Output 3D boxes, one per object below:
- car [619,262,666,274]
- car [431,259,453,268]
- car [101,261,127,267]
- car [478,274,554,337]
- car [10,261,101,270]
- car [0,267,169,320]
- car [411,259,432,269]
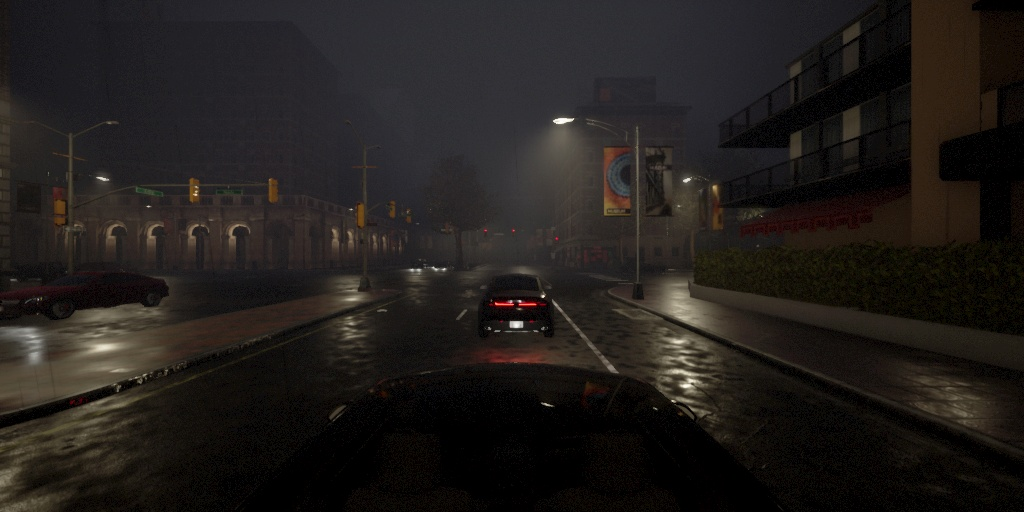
[{"bbox_3d":[14.309,1.350,39.583,4.718,1.301,1.895,0,0,0],"label":"car"},{"bbox_3d":[-11.352,1.313,58.682,1.994,1.385,4.181,0,0,0],"label":"car"},{"bbox_3d":[-36.674,1.227,32.335,5.008,1.535,1.882,0,0,0],"label":"car"},{"bbox_3d":[0.109,1.255,10.285,1.837,1.490,4.892,0,0,0],"label":"car"},{"bbox_3d":[-36.930,1.241,28.836,4.902,1.511,2.128,0,0,0],"label":"car"},{"bbox_3d":[-14.961,1.282,12.788,1.812,1.442,4.674,0,0,0],"label":"car"},{"bbox_3d":[-14.857,1.240,57.911,2.128,1.511,4.902,0,0,0],"label":"car"}]
